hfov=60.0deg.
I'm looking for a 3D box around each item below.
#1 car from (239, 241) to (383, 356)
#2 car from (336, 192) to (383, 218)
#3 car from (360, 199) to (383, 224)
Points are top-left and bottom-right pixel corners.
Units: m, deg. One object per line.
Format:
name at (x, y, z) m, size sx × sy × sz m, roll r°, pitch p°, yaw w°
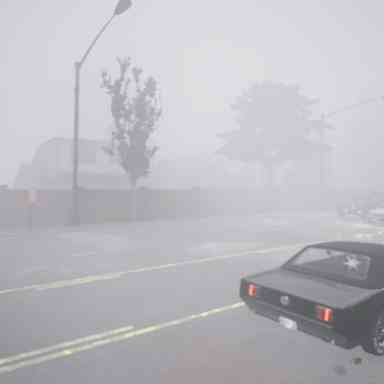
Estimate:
car at (3.175, 1.562, 6.009) m, size 4.718 × 1.301 × 1.895 m, roll 0°, pitch 0°, yaw -36°
car at (13.942, 1.047, 26.826) m, size 5.566 × 2.045 × 2.150 m, roll -1°, pitch 0°, yaw -35°
car at (13.552, 1.372, 22.249) m, size 4.674 × 1.442 × 1.812 m, roll 0°, pitch 0°, yaw -35°
